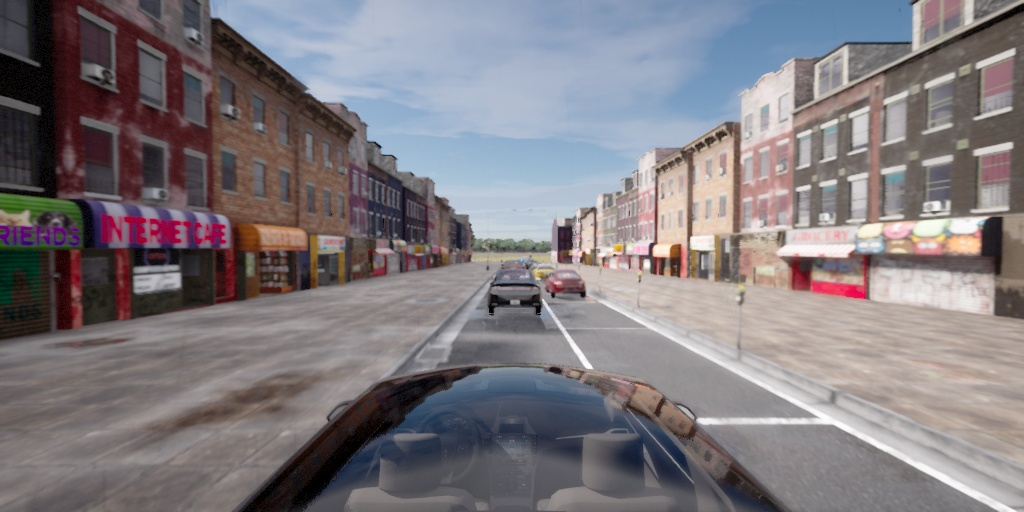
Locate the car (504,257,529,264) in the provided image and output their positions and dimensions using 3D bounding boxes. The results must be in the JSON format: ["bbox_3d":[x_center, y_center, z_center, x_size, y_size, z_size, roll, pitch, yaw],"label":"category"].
[{"bbox_3d":[0.095,1.081,31.049,2.097,1.767,4.553,0,0,0],"label":"car"}]

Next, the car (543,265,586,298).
[{"bbox_3d":[2.634,1.319,18.093,1.802,1.307,4.207,0,0,0],"label":"car"}]

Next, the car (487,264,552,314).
[{"bbox_3d":[0.098,1.232,13.641,2.128,1.511,4.902,0,0,0],"label":"car"}]

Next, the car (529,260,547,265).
[{"bbox_3d":[2.632,1.255,29.328,1.751,1.417,4.829,0,0,0],"label":"car"}]
